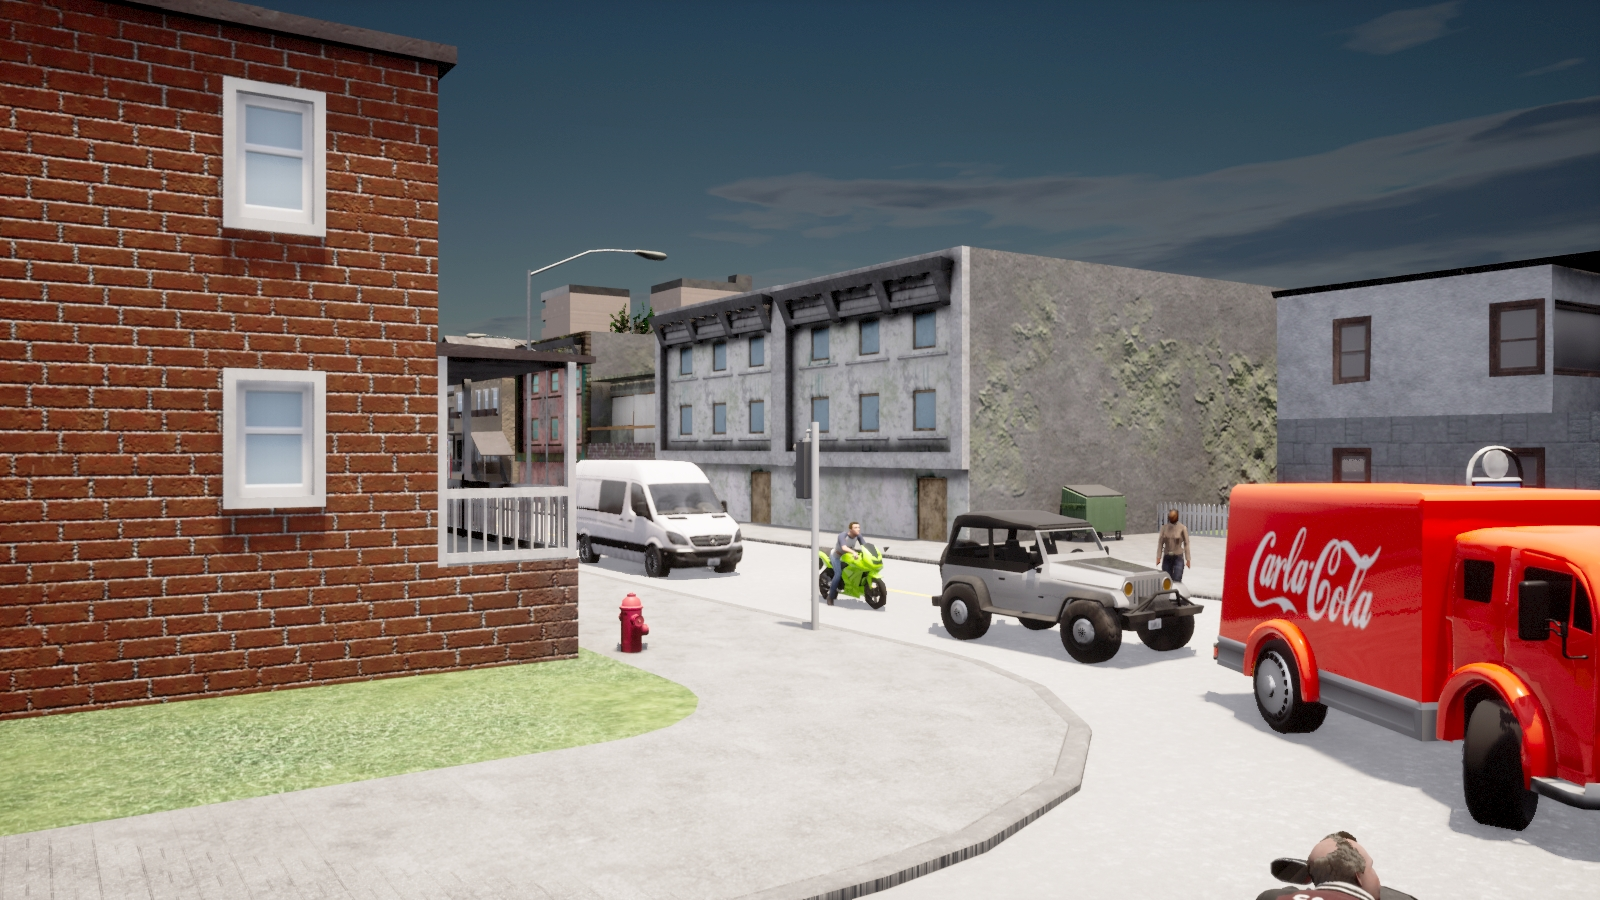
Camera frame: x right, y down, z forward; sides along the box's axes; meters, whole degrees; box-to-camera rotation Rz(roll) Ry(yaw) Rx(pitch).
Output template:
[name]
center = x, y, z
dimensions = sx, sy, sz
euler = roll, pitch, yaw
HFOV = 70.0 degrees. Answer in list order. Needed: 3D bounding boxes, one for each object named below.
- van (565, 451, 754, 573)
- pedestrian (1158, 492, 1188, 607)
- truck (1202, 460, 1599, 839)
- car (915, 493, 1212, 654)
[van]
center = -3.486, 1.314, 27.120
dimensions = 1.988, 2.561, 5.915
euler = 0, 0, -34
[pedestrian]
center = 6.158, 1.628, 18.849
dimensions = 0.375, 1.860, 0.375
euler = 0, 0, 36
[truck]
center = 6.066, 1.348, 10.303
dimensions = 2.627, 2.467, 5.204
euler = 0, 0, -6
[car]
center = 3.680, 1.637, 16.521
dimensions = 1.905, 1.878, 3.866
euler = 0, 0, -36
